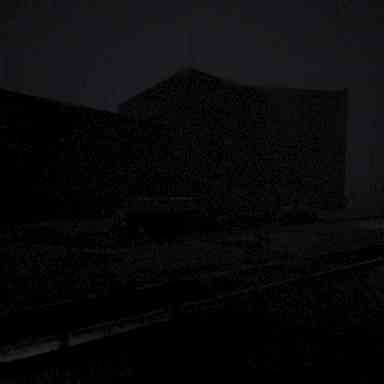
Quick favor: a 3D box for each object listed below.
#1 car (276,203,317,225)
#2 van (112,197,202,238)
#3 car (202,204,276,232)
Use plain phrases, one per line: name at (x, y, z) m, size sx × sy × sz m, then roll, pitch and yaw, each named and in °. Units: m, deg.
car at (7.072, 1.536, 23.778) m, size 4.674 × 1.452 × 2.002 m, roll 0°, pitch -2°, yaw -36°
van at (-1.943, 1.248, 17.289) m, size 4.442 × 1.987 × 1.878 m, roll 0°, pitch 0°, yaw -36°
car at (2.615, 1.515, 20.561) m, size 4.792 × 1.488 × 2.163 m, roll 0°, pitch 0°, yaw -36°
